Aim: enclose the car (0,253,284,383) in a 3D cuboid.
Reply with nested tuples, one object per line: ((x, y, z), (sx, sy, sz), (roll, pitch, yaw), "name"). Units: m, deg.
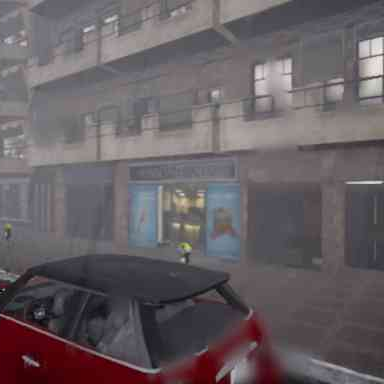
((-1.210, 1.436, 3.735), (4.097, 1.590, 1.967), (0, 0, 35), "car")
